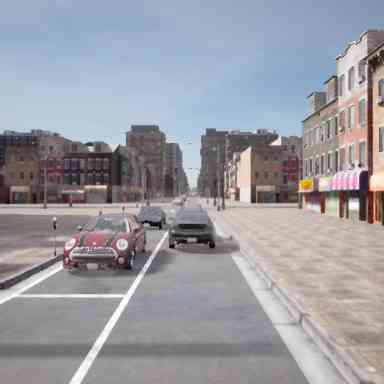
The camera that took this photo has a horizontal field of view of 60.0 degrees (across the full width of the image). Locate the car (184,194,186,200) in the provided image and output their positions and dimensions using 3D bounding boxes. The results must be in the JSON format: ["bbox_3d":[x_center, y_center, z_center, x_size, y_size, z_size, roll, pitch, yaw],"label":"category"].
[{"bbox_3d":[-2.633,1.646,64.928,1.887,1.381,4.507,0,0,0],"label":"car"}]

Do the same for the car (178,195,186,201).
[{"bbox_3d":[-2.633,1.625,87.350,1.967,1.590,4.097,0,0,0],"label":"car"}]

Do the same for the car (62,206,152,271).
[{"bbox_3d":[-2.630,1.442,10.793,1.967,1.590,4.097,1,0,0],"label":"car"}]

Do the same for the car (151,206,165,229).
[{"bbox_3d":[-2.631,1.576,21.553,1.947,1.339,4.313,0,0,0],"label":"car"}]

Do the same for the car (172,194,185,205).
[{"bbox_3d":[-2.632,1.609,59.154,1.752,1.417,4.829,0,0,0],"label":"car"}]

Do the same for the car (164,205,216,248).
[{"bbox_3d":[0.000,1.522,14.650,1.837,1.490,4.892,0,0,0],"label":"car"}]

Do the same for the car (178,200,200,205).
[{"bbox_3d":[0.000,1.638,29.681,1.895,1.301,4.718,0,0,0],"label":"car"}]

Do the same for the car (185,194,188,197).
[{"bbox_3d":[-2.633,1.602,81.745,1.967,1.590,4.097,0,0,0],"label":"car"}]
